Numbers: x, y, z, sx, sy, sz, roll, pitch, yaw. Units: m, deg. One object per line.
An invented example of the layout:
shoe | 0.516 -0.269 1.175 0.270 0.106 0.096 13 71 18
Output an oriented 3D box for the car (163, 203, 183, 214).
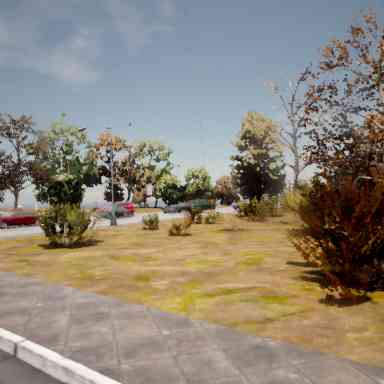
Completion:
car | -2.608 2.602 50.259 1.994 1.385 4.181 -3 -2 32

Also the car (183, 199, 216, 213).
car | 1.483 2.098 49.919 2.150 2.045 5.566 -3 -2 32

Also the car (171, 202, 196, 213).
car | -1.474 2.627 58.566 2.097 1.767 4.553 -3 -2 32

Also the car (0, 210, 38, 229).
car | -15.642 2.405 29.659 1.882 1.535 5.008 -3 -2 33

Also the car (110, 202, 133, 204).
car | -10.066 2.373 44.978 2.150 2.045 5.566 -3 -2 32

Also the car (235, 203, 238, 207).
car | 9.368 2.611 62.406 1.895 1.301 4.718 -3 -2 33

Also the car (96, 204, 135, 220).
car | -9.396 2.487 39.446 1.812 1.442 4.674 -3 -2 32
